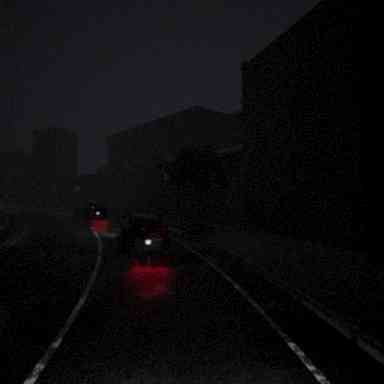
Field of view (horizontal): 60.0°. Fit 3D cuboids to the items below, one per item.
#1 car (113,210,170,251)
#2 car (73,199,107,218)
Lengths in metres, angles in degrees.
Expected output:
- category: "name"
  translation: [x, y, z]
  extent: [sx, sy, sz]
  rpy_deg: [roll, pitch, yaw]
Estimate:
- category: "car"
  translation: [-2.217, 1.521, 14.274]
  extent: [1.837, 1.490, 4.892]
  rpy_deg: [1, 0, -16]
- category: "car"
  translation: [-8.742, 1.362, 28.377]
  extent: [1.837, 1.490, 4.892]
  rpy_deg: [3, 0, -33]
